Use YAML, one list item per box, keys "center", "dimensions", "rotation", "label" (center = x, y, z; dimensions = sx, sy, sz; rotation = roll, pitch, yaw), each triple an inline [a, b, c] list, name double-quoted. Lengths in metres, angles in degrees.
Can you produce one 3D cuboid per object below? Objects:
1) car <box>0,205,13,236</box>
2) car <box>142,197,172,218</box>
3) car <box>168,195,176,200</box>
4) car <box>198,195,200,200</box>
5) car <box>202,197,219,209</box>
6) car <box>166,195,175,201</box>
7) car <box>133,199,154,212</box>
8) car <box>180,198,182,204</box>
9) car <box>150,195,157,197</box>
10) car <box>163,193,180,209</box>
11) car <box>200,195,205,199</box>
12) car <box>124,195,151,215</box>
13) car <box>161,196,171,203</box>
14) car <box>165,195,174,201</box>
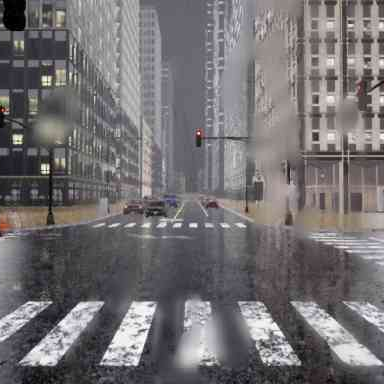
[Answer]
- center: [-11.296, 1.377, 15.993]
  dimensions: [4.553, 1.767, 2.097]
  rotation: [0, -1, -11]
  label: "car"
- center: [-3.106, 1.514, 30.465]
  dimensions: [1.837, 1.490, 4.892]
  rotation: [0, 1, 0]
  label: "car"
- center: [-5.697, 1.612, 95.117]
  dimensions: [1.947, 1.339, 4.313]
  rotation: [1, 0, 0]
  label: "car"
- center: [2.691, 1.595, 61.737]
  dimensions: [1.947, 1.339, 4.313]
  rotation: [1, 0, 0]
  label: "car"
- center: [2.694, 1.603, 45.004]
  dimensions: [1.802, 1.307, 4.206]
  rotation: [1, 0, 0]
  label: "car"
- center: [-5.695, 1.594, 89.542]
  dimensions: [2.008, 1.369, 4.403]
  rotation: [1, 0, 0]
  label: "car"
- center: [-5.685, 1.600, 39.366]
  dimensions: [1.802, 1.307, 4.206]
  rotation: [1, 0, 0]
  label: "car"
- center: [-3.014, 1.578, 64.866]
  dimensions: [1.837, 1.490, 4.892]
  rotation: [0, 0, 0]
  label: "car"
- center: [-5.681, 1.336, 44.941]
  dimensions: [2.192, 1.841, 5.009]
  rotation: [1, 0, 0]
  label: "car"
- center: [-3.114, 1.239, 46.390]
  dimensions: [2.150, 2.045, 5.566]
  rotation: [0, 0, -1]
  label: "car"
- center: [2.693, 1.552, 56.330]
  dimensions: [1.752, 1.417, 4.829]
  rotation: [1, 0, 0]
  label: "car"
- center: [-5.681, 1.456, 33.791]
  dimensions: [1.967, 1.590, 4.097]
  rotation: [1, 0, 0]
  label: "car"
- center: [-5.691, 1.579, 72.817]
  dimensions: [1.887, 1.381, 4.507]
  rotation: [1, 0, 0]
  label: "car"
- center: [-5.694, 1.585, 83.967]
  dimensions: [1.887, 1.381, 4.507]
  rotation: [1, 0, 0]
  label: "car"
